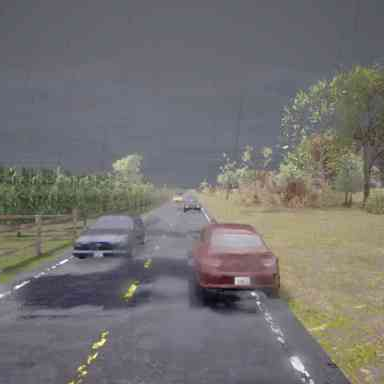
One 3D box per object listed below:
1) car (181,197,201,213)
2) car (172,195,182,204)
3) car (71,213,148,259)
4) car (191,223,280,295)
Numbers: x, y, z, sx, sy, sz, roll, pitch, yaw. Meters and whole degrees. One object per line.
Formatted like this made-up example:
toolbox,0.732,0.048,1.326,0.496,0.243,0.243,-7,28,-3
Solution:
car,0.067,1.586,37.527,1.895,1.301,4.718,0,0,0
car,-2.774,1.425,63.044,1.882,1.535,5.008,0,0,0
car,-2.853,1.547,12.810,2.033,1.411,5.357,0,0,0
car,0.959,1.526,8.626,1.812,1.442,4.674,0,0,0
